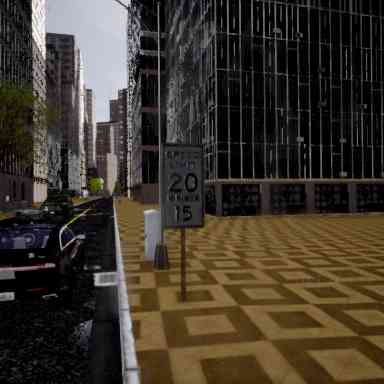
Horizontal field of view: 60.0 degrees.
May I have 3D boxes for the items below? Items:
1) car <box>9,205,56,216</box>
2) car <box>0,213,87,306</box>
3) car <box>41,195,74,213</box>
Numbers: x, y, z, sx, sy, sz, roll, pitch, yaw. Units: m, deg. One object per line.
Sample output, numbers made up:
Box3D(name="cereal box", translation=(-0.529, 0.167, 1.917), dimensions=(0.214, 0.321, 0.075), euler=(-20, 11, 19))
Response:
Box3D(name="car", translation=(-9.044, 1.636, 18.226), dimensions=(1.895, 1.301, 4.718), euler=(-1, 0, -13))
Box3D(name="car", translation=(-3.630, 1.496, 7.794), dimensions=(2.128, 1.511, 4.902), euler=(-1, 0, -13))
Box3D(name="car", translation=(-11.488, 1.267, 28.524), dimensions=(2.150, 2.045, 5.566), euler=(-1, 0, -13))
